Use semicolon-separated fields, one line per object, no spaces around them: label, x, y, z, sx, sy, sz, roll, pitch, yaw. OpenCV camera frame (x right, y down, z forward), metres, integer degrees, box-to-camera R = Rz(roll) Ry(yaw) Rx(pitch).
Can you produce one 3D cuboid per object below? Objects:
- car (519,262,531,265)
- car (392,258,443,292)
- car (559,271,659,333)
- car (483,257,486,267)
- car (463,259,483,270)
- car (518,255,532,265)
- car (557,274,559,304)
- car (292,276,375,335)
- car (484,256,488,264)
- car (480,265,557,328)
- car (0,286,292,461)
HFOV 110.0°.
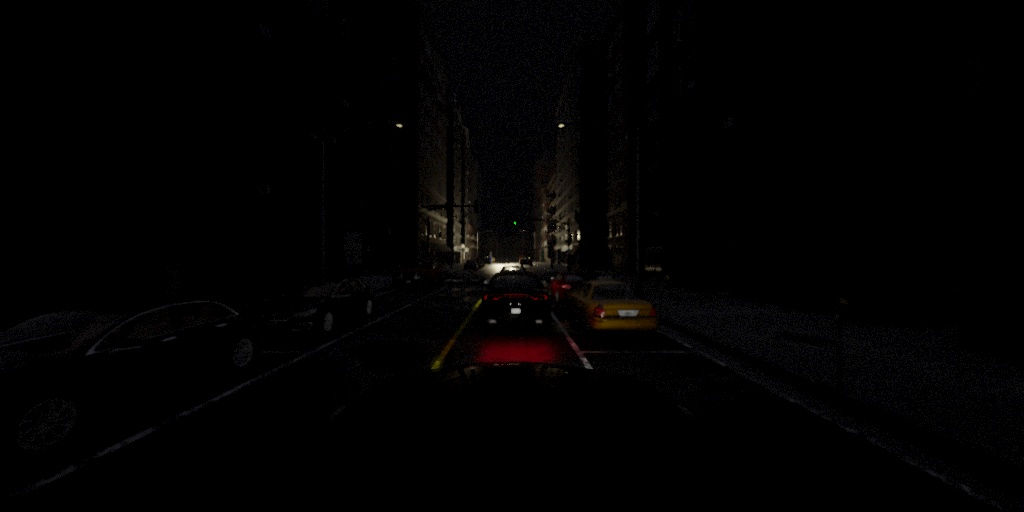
car;0.094;1.290;24.133;1.895;1.301;4.718;0;0;0
car;-5.392;1.012;21.109;2.192;1.841;5.009;0;0;0
car;2.635;1.253;10.446;1.751;1.417;4.829;0;0;0
car;-5.398;1.153;53.027;1.888;1.381;4.507;0;0;0
car;-5.397;1.175;47.572;2.007;1.370;4.403;0;0;0
car;2.625;1.015;63.929;1.967;1.591;4.097;0;0;0
car;2.634;1.294;15.689;1.802;1.307;4.207;0;0;0
car;-5.390;1.278;10.284;2.007;1.370;4.403;0;0;0
car;-5.399;1.117;58.311;1.751;1.417;4.829;0;0;0
car;0.097;1.202;11.356;1.882;1.535;5.008;0;0;0
car;-5.389;1.292;4.871;2.007;1.370;4.403;0;0;0
